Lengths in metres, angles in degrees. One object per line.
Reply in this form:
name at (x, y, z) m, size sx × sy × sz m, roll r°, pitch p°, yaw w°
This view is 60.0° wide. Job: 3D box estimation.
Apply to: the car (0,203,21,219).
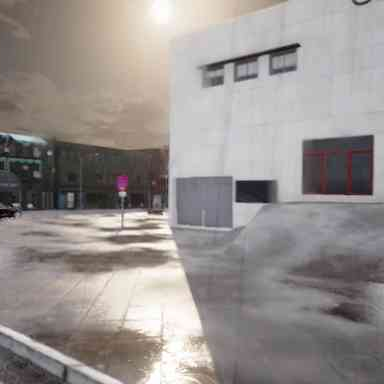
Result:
car at (-16.999, 1.646, 28.733) m, size 1.882 × 1.535 × 5.008 m, roll 0°, pitch -1°, yaw 11°
